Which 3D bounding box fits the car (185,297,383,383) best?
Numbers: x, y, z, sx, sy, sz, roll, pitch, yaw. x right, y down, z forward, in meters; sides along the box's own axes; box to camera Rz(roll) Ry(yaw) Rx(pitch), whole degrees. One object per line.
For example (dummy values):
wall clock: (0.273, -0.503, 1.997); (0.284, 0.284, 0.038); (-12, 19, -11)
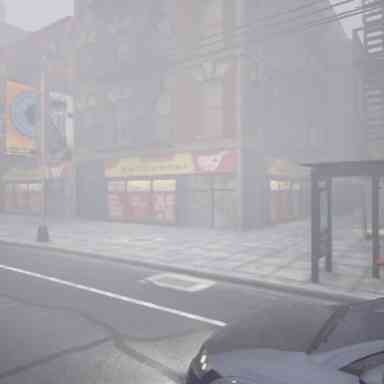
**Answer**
car: (1.979, 1.564, 2.579); (4.181, 1.385, 1.994); (0, 0, 35)
